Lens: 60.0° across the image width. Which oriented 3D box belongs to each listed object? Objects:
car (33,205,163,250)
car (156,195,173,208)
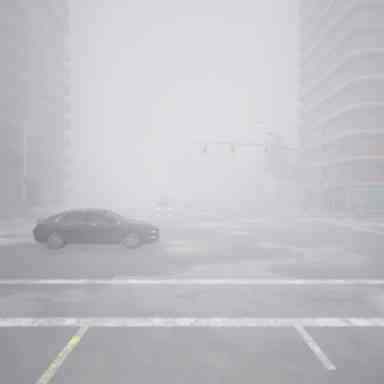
[{"bbox_3d":[-3.730,1.432,13.357,4.892,1.490,1.837,0,0,0],"label":"car"},{"bbox_3d":[-3.559,1.237,43.955,1.837,1.490,4.892,0,0,0],"label":"car"}]
